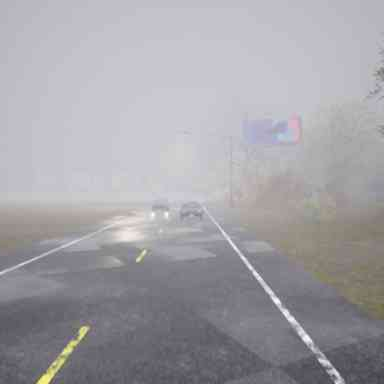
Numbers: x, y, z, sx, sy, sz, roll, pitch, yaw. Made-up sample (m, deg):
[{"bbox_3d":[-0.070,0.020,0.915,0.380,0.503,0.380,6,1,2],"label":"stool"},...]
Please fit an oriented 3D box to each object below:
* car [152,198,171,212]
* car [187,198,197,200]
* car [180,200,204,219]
[{"bbox_3d":[-3.579,1.447,39.080,1.882,1.535,5.008,0,0,0],"label":"car"},{"bbox_3d":[0.012,1.486,45.182,1.812,1.442,4.674,0,0,0],"label":"car"},{"bbox_3d":[-0.001,1.577,28.251,1.895,1.301,4.718,0,0,0],"label":"car"}]
